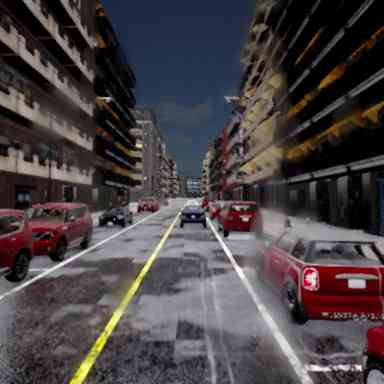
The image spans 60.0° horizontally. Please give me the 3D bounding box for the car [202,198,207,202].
[{"bbox_3d":[2.523,1.801,40.350,1.802,1.307,4.206,1,0,0],"label":"car"}]

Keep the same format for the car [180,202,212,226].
[{"bbox_3d":[0.087,1.668,24.155,2.033,1.411,5.357,0,0,0],"label":"car"}]

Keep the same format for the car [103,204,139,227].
[{"bbox_3d":[-5.312,1.684,23.810,1.947,1.339,4.313,1,0,0],"label":"car"}]

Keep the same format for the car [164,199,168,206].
[{"bbox_3d":[-5.339,1.964,62.524,1.802,1.307,4.206,1,0,0],"label":"car"}]

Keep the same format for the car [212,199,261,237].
[{"bbox_3d":[2.543,1.403,18.225,2.192,1.841,5.009,1,0,0],"label":"car"}]

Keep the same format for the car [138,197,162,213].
[{"bbox_3d":[-5.318,1.535,40.401,2.192,1.841,5.009,1,0,0],"label":"car"}]

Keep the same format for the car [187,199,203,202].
[{"bbox_3d":[0.076,1.750,41.171,1.812,1.442,4.674,0,0,0],"label":"car"}]

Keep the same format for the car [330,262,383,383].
[{"bbox_3d":[2.583,1.553,1.631,1.887,1.381,4.507,1,0,0],"label":"car"}]

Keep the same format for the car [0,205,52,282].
[{"bbox_3d":[-5.295,1.350,7.219,2.192,1.841,5.009,1,0,0],"label":"car"}]

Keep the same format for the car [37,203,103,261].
[{"bbox_3d":[-5.299,1.376,12.749,2.192,1.841,5.009,1,0,0],"label":"car"}]

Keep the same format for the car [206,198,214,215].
[{"bbox_3d":[2.533,1.590,29.288,1.967,1.590,4.097,1,0,0],"label":"car"}]

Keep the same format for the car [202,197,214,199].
[{"bbox_3d":[2.521,1.612,51.414,2.192,1.841,5.009,1,0,0],"label":"car"}]

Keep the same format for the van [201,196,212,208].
[{"bbox_3d":[2.516,1.679,56.945,1.690,1.788,3.998,1,0,0],"label":"van"}]

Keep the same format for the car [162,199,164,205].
[{"bbox_3d":[-5.327,1.802,45.931,1.887,1.381,4.507,1,0,0],"label":"car"}]

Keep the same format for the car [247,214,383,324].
[{"bbox_3d":[2.589,1.474,7.163,1.967,1.590,4.097,1,0,0],"label":"car"}]
